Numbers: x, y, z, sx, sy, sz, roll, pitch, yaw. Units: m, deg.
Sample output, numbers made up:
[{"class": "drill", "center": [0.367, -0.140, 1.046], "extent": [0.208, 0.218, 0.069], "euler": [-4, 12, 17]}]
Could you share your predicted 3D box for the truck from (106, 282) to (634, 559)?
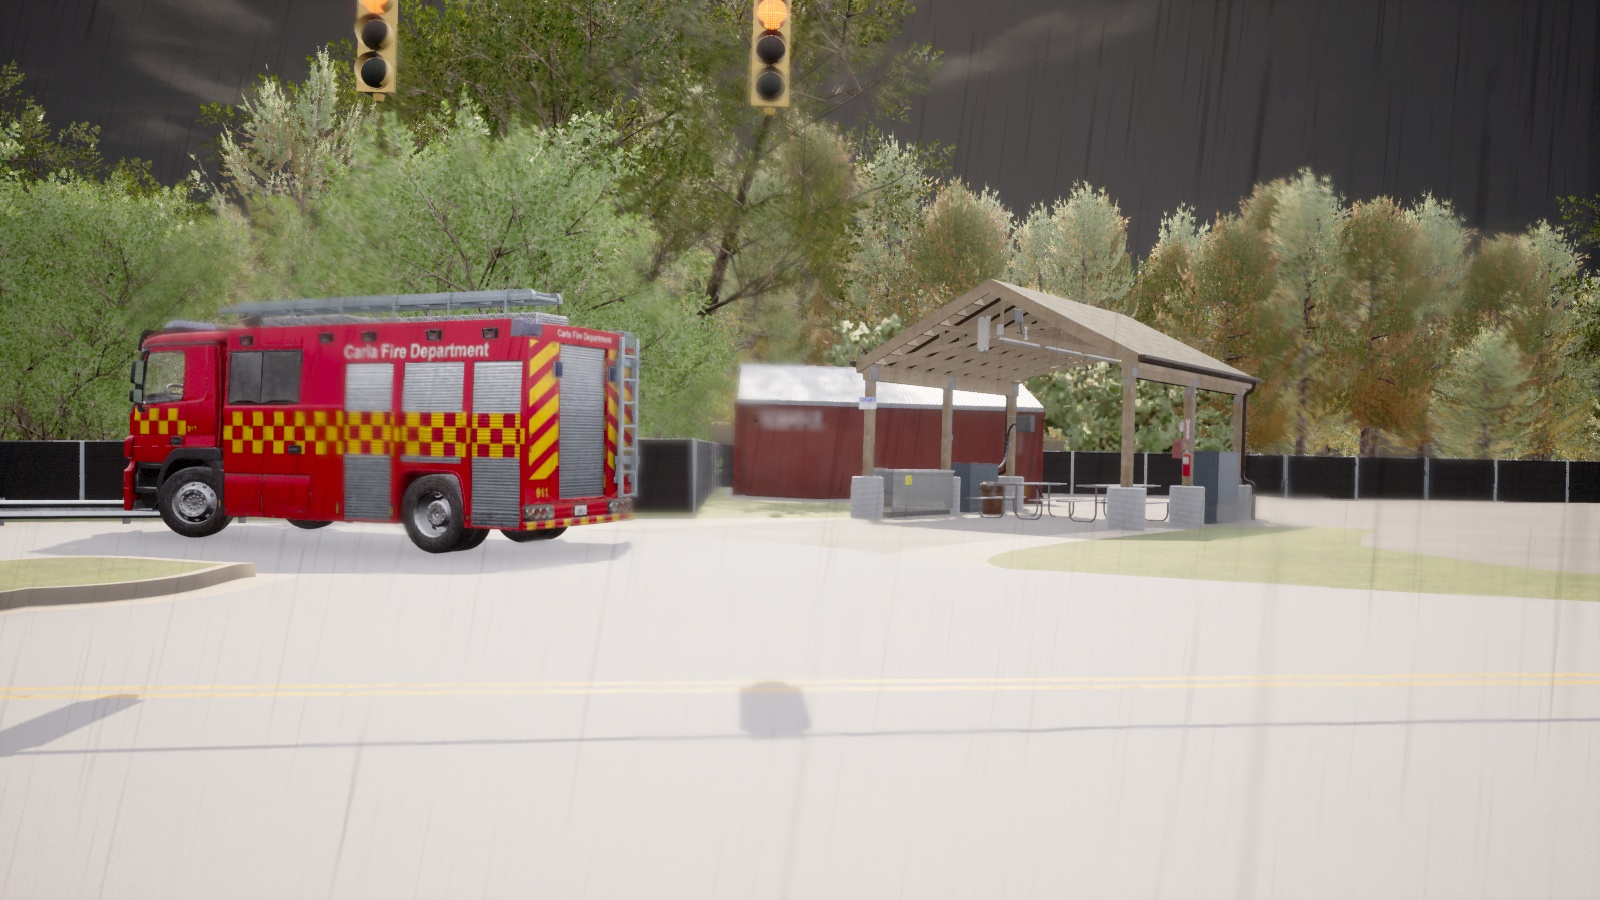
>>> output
[{"class": "truck", "center": [-7.108, -0.474, 20.463], "extent": [8.468, 3.827, 2.891], "euler": [1, 1, 25]}]
